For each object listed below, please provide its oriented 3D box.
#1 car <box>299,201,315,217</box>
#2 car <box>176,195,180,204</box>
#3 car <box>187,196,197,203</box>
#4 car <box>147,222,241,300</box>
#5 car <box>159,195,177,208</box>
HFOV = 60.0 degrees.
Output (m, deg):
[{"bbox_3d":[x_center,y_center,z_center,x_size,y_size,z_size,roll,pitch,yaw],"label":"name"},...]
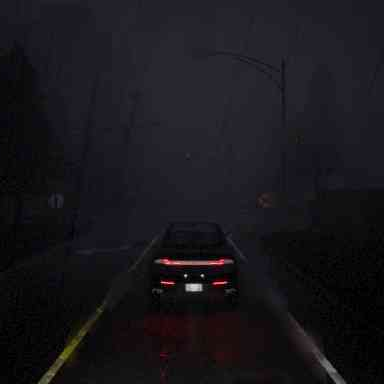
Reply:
[{"bbox_3d":[12.656,1.207,30.261,5.566,2.045,2.150,0,0,-1],"label":"car"},{"bbox_3d":[-3.563,1.478,58.441,1.882,1.535,5.008,0,0,1],"label":"car"},{"bbox_3d":[0.011,1.491,69.592,2.128,1.511,4.902,0,0,0],"label":"car"},{"bbox_3d":[0.055,1.492,8.361,2.128,1.511,4.902,0,0,0],"label":"car"},{"bbox_3d":[-3.584,1.547,47.364,2.033,1.411,5.357,0,0,0],"label":"car"}]
